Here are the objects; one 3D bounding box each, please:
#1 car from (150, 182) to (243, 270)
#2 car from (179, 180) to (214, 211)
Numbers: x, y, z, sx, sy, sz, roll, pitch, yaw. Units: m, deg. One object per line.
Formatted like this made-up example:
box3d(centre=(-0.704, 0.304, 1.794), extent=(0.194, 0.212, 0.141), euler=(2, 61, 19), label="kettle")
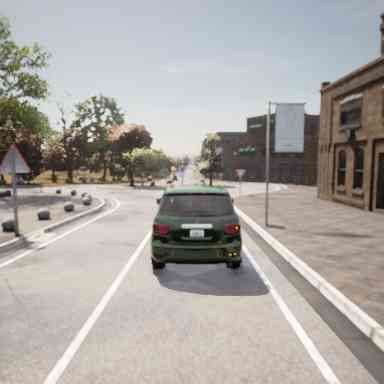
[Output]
box3d(centre=(0.097, 0.784, 9.702), extent=(2.150, 2.045, 5.566), euler=(0, 4, 0), label="car")
box3d(centre=(0.352, 0.122, 22.249), extent=(2.097, 1.767, 4.553), euler=(0, 4, 3), label="car")
